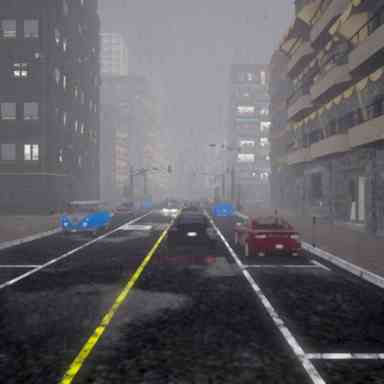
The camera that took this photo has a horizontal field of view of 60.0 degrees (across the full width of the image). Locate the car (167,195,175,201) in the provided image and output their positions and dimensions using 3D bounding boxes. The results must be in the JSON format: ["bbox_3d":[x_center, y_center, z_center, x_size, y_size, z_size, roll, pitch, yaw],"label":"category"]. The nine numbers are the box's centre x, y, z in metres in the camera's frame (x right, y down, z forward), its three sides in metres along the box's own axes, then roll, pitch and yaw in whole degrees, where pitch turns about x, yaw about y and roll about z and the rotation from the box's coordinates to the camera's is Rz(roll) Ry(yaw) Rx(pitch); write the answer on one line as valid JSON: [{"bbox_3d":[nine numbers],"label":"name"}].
[{"bbox_3d":[-5.689,1.575,89.604,2.008,1.369,4.403,0,0,0],"label":"car"}]

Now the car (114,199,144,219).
[{"bbox_3d":[-5.688,1.583,29.371,1.802,1.307,4.206,0,0,0],"label":"car"}]

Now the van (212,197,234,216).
[{"bbox_3d":[2.693,1.343,29.367,1.690,1.788,3.998,0,0,0],"label":"van"}]

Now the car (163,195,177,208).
[{"bbox_3d":[-3.000,1.527,47.650,2.128,1.511,4.902,0,0,0],"label":"car"}]

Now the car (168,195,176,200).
[{"bbox_3d":[-5.688,1.609,95.139,1.802,1.307,4.206,0,0,0],"label":"car"}]

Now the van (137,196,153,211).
[{"bbox_3d":[-5.799,1.345,40.639,1.690,1.788,3.998,0,0,0],"label":"van"}]

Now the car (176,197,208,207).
[{"bbox_3d":[0.000,1.498,29.650,2.128,1.511,4.902,0,0,0],"label":"car"}]

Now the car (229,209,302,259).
[{"bbox_3d":[2.692,1.543,12.458,1.887,1.381,4.507,0,0,0],"label":"car"}]

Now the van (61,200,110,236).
[{"bbox_3d":[-5.687,1.340,18.098,1.690,1.788,3.998,0,0,0],"label":"van"}]

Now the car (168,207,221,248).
[{"bbox_3d":[0.000,1.572,14.650,1.994,1.385,4.181,0,0,0],"label":"car"}]

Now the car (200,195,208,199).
[{"bbox_3d":[2.693,1.459,78.535,1.967,1.590,4.097,0,0,0],"label":"car"}]
